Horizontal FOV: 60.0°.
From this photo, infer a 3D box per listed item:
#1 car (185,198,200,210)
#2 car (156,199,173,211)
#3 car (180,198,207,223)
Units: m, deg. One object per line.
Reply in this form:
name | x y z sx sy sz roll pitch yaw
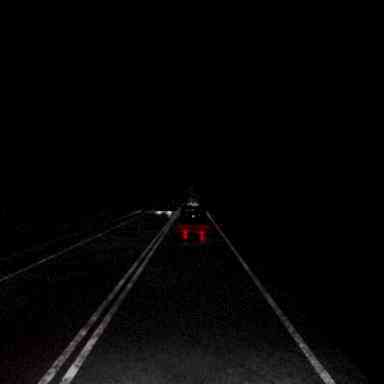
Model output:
car | 0.106 1.523 42.976 1.812 1.442 4.674 0 0 0
car | -3.341 1.546 41.295 2.033 1.411 5.357 0 0 0
car | 0.103 1.495 25.762 2.128 1.511 4.902 0 0 0
